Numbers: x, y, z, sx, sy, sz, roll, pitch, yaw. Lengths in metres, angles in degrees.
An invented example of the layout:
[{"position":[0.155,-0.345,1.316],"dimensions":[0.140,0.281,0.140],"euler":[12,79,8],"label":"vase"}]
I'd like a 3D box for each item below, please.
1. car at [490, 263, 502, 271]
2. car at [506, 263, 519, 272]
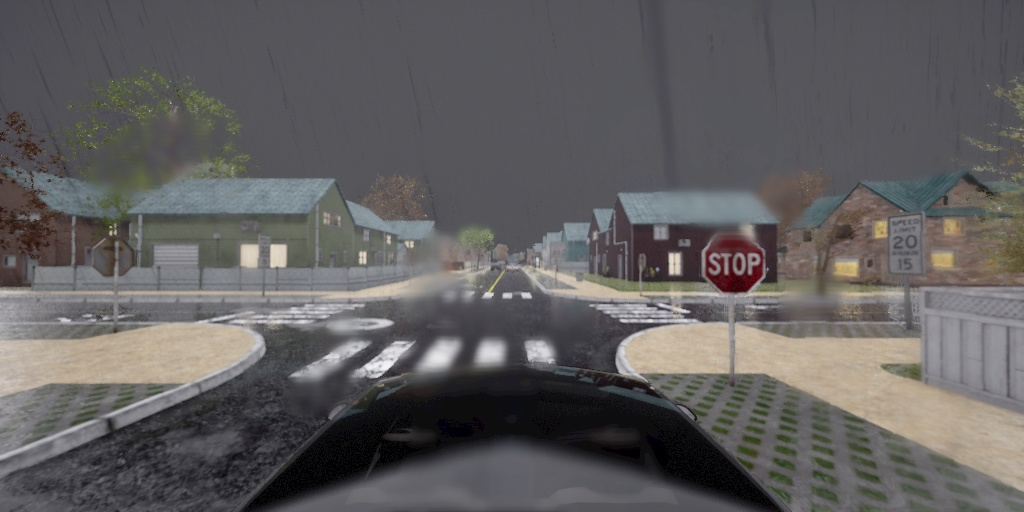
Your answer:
[{"position":[-2.660,1.856,61.442],"dimensions":[2.033,1.411,5.357],"euler":[0,-1,0],"label":"car"},{"position":[0.082,1.853,56.881],"dimensions":[1.895,1.301,4.718],"euler":[0,-1,0],"label":"car"}]
